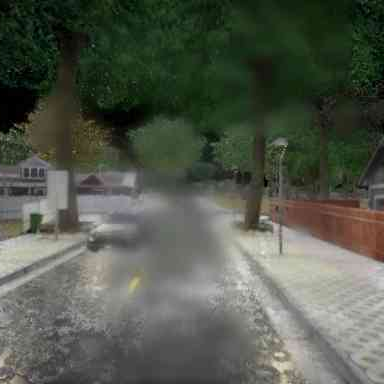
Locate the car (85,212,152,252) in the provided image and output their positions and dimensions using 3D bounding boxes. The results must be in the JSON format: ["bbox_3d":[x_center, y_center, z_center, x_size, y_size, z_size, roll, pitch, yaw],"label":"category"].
[{"bbox_3d":[-2.829,1.550,14.115,2.033,1.411,5.357,0,0,0],"label":"car"}]

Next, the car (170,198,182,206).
[{"bbox_3d":[-2.787,1.662,57.211,1.895,1.301,4.718,0,0,0],"label":"car"}]
